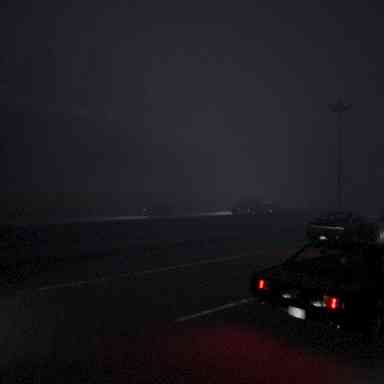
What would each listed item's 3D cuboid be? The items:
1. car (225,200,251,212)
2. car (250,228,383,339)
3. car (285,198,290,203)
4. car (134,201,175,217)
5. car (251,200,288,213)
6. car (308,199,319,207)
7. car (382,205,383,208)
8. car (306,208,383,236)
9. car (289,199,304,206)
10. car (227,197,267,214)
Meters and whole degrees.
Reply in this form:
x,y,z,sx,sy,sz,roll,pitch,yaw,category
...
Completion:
x,y,z,sx,sy,sz,roll,pitch,yaw,category
6.370,1.893,45.690,2.128,1.511,4.902,0,0,26,car
3.385,1.681,6.799,4.718,1.301,1.895,1,-1,-40,car
23.923,2.246,82.170,1.895,1.301,4.718,0,0,26,car
-3.902,1.711,35.135,1.882,1.535,5.008,1,0,37,car
7.988,1.852,33.953,1.812,1.442,4.674,0,0,31,car
24.709,2.203,67.581,1.882,1.535,5.008,0,0,26,car
18.137,1.876,30.277,2.128,1.511,4.902,0,0,30,car
6.942,1.665,15.124,2.128,1.511,4.902,0,-1,44,car
22.904,2.220,71.922,1.882,1.535,5.008,0,0,26,car
6.390,1.568,38.093,2.150,2.045,5.566,0,-1,29,car
